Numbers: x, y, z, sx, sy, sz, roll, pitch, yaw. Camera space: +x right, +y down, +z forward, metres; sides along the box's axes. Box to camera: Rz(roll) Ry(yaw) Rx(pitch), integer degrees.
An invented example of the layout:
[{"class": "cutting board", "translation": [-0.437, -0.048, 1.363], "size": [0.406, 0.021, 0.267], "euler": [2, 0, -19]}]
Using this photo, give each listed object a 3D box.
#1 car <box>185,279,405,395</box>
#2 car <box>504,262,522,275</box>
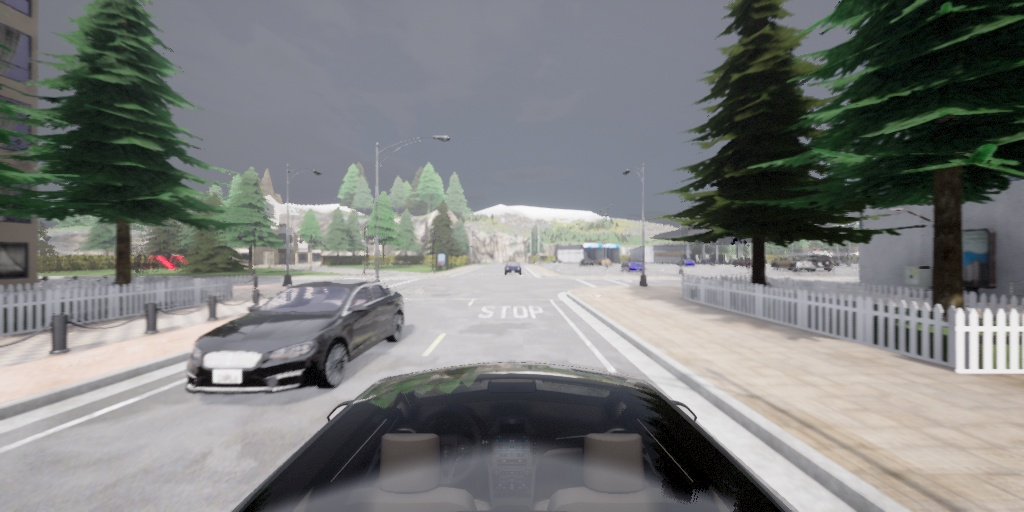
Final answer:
[{"class": "car", "translation": [-3.542, 1.242, 6.940], "size": [2.128, 1.511, 4.902], "euler": [0, 0, 1]}, {"class": "car", "translation": [0.108, 1.360, 39.898], "size": [1.895, 1.301, 4.718], "euler": [0, 0, 0]}]
